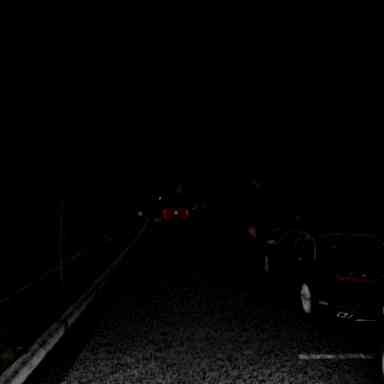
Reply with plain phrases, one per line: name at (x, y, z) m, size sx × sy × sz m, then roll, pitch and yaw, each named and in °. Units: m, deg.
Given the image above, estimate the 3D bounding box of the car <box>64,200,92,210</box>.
car at (-23.899, 2.666, 70.050) m, size 5.566 × 2.045 × 2.435 m, roll 0°, pitch -1°, yaw -16°

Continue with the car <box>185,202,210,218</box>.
car at (0.514, 1.833, 35.021) m, size 2.002 × 1.452 × 4.674 m, roll 0°, pitch -1°, yaw -7°

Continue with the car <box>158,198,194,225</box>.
car at (-1.327, 1.496, 25.344) m, size 2.097 × 1.767 × 4.553 m, roll 0°, pitch -1°, yaw -6°

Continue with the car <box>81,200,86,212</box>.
car at (-18.611, 2.290, 49.003) m, size 4.892 × 1.521 × 2.231 m, roll 0°, pitch -2°, yaw -11°

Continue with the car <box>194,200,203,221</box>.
car at (1.210, 1.725, 29.523) m, size 2.002 × 1.452 × 4.674 m, roll 0°, pitch -1°, yaw -6°

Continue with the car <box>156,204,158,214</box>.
car at (-3.661, 2.000, 42.833) m, size 1.882 × 1.535 × 5.008 m, roll 0°, pitch -2°, yaw -9°

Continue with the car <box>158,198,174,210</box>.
car at (-4.982, 2.254, 63.536) m, size 2.150 × 2.045 × 5.566 m, roll 0°, pitch -2°, yaw -14°

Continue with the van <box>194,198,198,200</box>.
van at (-0.283, 1.702, 40.641) m, size 1.878 × 1.987 × 4.442 m, roll 0°, pitch -1°, yaw -8°

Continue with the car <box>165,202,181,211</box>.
car at (-3.321, 2.410, 56.834) m, size 2.097 × 1.535 × 5.008 m, roll 0°, pitch -2°, yaw -12°

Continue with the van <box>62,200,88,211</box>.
van at (-21.835, 2.474, 62.267) m, size 4.442 × 1.987 × 1.878 m, roll 0°, pitch -2°, yaw -14°

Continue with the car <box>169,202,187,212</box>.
car at (-2.196, 2.276, 51.460) m, size 2.163 × 1.488 × 4.792 m, roll 0°, pitch -2°, yaw -10°

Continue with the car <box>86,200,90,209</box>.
car at (-20.400, 2.581, 56.992) m, size 4.674 × 1.452 × 2.002 m, roll 0°, pitch -2°, yaw -13°

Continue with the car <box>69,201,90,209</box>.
car at (-25.454, 2.928, 75.323) m, size 4.553 × 1.767 × 2.185 m, roll 0°, pitch -1°, yaw -16°

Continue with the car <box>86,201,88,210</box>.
car at (-19.212, 2.405, 51.667) m, size 4.792 × 1.488 × 2.163 m, roll 0°, pitch -2°, yaw -12°

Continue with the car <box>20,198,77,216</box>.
car at (-16.591, 1.698, 38.148) m, size 5.566 × 2.045 × 2.435 m, roll 0°, pitch -1°, yaw -9°

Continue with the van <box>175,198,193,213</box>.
van at (-1.198, 1.855, 46.101) m, size 1.878 × 1.987 × 4.442 m, roll 0°, pitch -2°, yaw -9°

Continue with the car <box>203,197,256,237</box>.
car at (2.284, 1.285, 18.534) m, size 2.435 × 2.045 × 5.566 m, roll 0°, pitch 0°, yaw -4°

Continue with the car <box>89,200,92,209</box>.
car at (-20.865, 2.617, 59.689) m, size 5.366 × 1.575 × 1.946 m, roll 0°, pitch -2°, yaw -14°

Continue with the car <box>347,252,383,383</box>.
car at (3.006, 1.516, 1.883) m, size 2.002 × 1.452 × 4.674 m, roll 0°, pitch 0°, yaw 0°

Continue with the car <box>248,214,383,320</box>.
car at (2.886, 1.477, 7.303) m, size 2.231 × 1.521 × 4.892 m, roll 0°, pitch 0°, yaw -1°

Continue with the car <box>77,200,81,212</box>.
car at (-17.515, 2.139, 43.525) m, size 4.792 × 1.488 × 2.163 m, roll 0°, pitch -2°, yaw -10°

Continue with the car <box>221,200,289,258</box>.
car at (2.635, 1.369, 12.934) m, size 2.185 × 1.767 × 4.553 m, roll 0°, pitch 0°, yaw -3°
